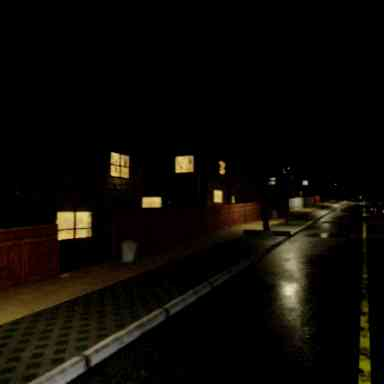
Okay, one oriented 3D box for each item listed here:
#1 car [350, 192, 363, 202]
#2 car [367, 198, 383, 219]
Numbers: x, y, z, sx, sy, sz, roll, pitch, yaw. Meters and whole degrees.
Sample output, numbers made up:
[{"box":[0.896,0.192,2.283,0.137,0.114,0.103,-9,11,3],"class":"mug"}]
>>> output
[{"box":[35.195,1.085,71.110,2.150,2.045,5.566,-2,-1,27],"class":"car"},{"box":[15.661,1.445,27.173,1.994,1.385,4.181,-2,-1,28],"class":"car"}]
